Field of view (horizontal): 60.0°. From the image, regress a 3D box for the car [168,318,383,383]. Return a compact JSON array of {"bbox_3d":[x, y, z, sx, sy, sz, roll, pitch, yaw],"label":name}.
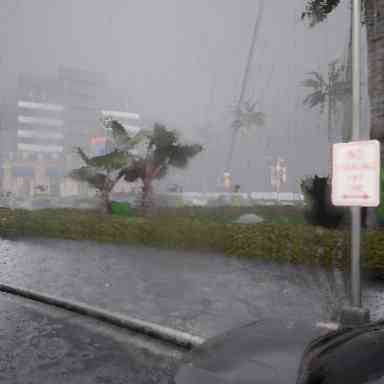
[{"bbox_3d":[1.968,1.516,1.845,4.892,1.490,1.837,0,0,37],"label":"car"}]
